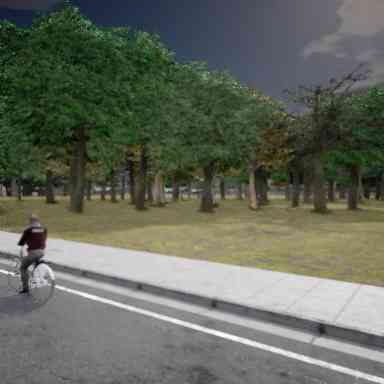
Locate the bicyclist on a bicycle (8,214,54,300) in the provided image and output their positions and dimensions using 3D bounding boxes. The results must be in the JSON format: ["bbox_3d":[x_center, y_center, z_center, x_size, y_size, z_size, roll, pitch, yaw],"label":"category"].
[{"bbox_3d":[-3.516,1.354,7.168,1.843,1.776,0.659,0,0,36],"label":"bicyclist on a bicycle"}]
